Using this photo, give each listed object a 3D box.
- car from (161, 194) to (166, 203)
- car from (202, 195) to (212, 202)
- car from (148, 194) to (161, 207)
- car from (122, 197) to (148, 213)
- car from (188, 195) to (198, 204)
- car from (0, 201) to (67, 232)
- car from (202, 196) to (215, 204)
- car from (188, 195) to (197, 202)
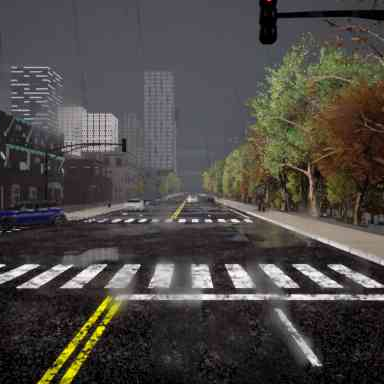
[{"bbox_3d":[-6.445,1.280,68.262,1.837,1.490,4.892,0,0,0],"label":"car"},{"bbox_3d":[3.317,1.510,74.412,2.033,1.411,5.357,0,0,0],"label":"car"},{"bbox_3d":[-6.551,1.473,51.424,2.128,1.511,4.902,0,0,0],"label":"car"},{"bbox_3d":[-6.568,1.513,37.772,1.812,1.442,4.674,0,0,0],"label":"car"},{"bbox_3d":[0.143,1.501,64.639,1.812,1.442,4.674,0,0,0],"label":"car"},{"bbox_3d":[-10.226,1.380,20.493,2.097,1.767,4.553,-2,0,44],"label":"car"},{"bbox_3d":[3.401,1.523,63.759,2.033,1.411,5.357,0,0,0],"label":"car"},{"bbox_3d":[0.075,1.448,74.833,1.882,1.535,5.008,0,0,0],"label":"car"}]
